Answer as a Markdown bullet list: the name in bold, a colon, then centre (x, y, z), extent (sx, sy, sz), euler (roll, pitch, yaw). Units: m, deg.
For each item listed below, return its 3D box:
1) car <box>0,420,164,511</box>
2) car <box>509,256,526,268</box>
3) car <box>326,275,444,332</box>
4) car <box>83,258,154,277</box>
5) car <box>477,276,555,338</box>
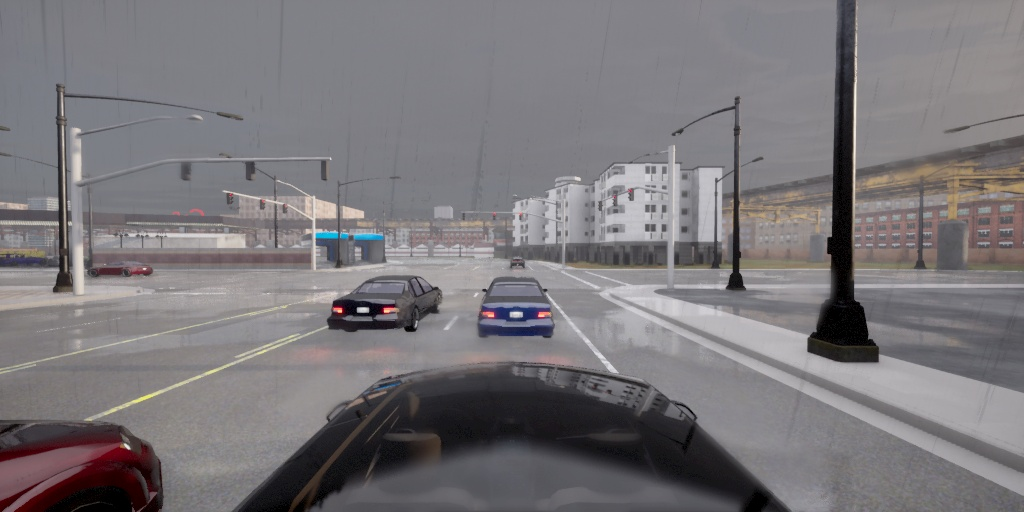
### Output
- **car**: centre (-3.394, 1.314, 0.711), extent (1.994, 1.385, 4.181), euler (0, 0, -1)
- **car**: centre (0.695, 0.771, 46.176), extent (1.837, 1.490, 4.892), euler (0, 1, 0)
- **car**: centre (-3.408, 1.274, 10.708), extent (2.033, 1.411, 5.357), euler (0, 0, 0)
- **car**: centre (-33.766, 1.084, 30.947), extent (4.181, 1.385, 1.994), euler (0, 1, -1)
- **car**: centre (0.088, 1.280, 10.107), extent (2.033, 1.411, 5.357), euler (0, 0, 0)
